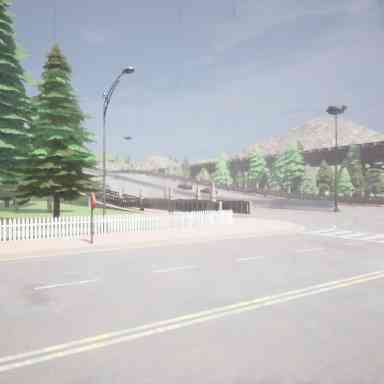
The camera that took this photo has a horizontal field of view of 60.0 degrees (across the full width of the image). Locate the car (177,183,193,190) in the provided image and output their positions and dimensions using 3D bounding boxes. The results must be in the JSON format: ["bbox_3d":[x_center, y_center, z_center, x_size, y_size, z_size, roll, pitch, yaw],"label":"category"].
[{"bbox_3d":[-1.701,-1.376,78.265,2.128,1.511,4.902,0,7,-34],"label":"car"}]

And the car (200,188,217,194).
[{"bbox_3d":[3.555,-0.204,70.524,1.812,1.442,4.674,0,7,-34],"label":"car"}]
